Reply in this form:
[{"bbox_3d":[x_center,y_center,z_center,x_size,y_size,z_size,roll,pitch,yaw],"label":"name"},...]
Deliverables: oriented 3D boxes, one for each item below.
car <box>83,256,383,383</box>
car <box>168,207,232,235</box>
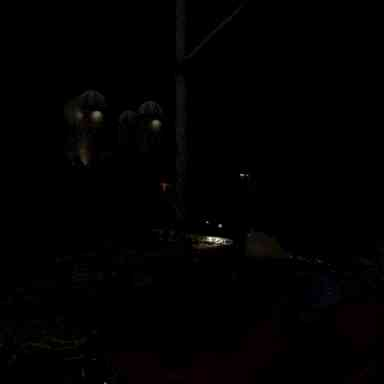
[{"bbox_3d":[0.891,1.564,4.046,4.181,1.385,1.994,0,0,-37],"label":"car"},{"bbox_3d":[0.323,1.563,18.899,1.994,1.385,4.181,0,0,-35],"label":"car"}]
